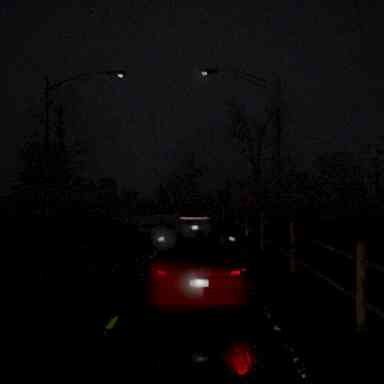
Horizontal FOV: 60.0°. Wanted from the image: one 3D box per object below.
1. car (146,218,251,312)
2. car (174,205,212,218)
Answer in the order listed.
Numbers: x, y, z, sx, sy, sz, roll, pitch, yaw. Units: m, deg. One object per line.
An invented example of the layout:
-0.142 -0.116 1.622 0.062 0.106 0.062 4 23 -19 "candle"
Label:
0.113 1.543 7.759 1.994 1.385 4.181 0 0 0 "car"
0.080 1.446 17.986 2.128 1.511 4.902 0 0 -1 "car"
